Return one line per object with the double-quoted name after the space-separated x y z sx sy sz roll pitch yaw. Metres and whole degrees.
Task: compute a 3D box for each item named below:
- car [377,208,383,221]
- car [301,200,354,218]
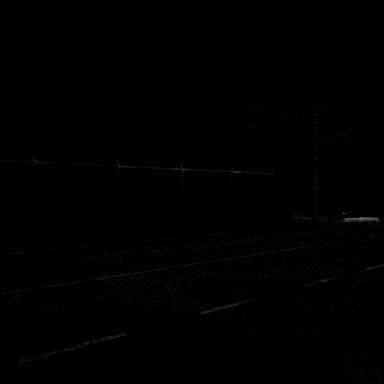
15.104 1.537 22.207 1.837 1.490 4.892 0 -1 -36 "car"
12.719 1.560 31.527 1.837 1.490 4.892 0 0 -36 "car"
